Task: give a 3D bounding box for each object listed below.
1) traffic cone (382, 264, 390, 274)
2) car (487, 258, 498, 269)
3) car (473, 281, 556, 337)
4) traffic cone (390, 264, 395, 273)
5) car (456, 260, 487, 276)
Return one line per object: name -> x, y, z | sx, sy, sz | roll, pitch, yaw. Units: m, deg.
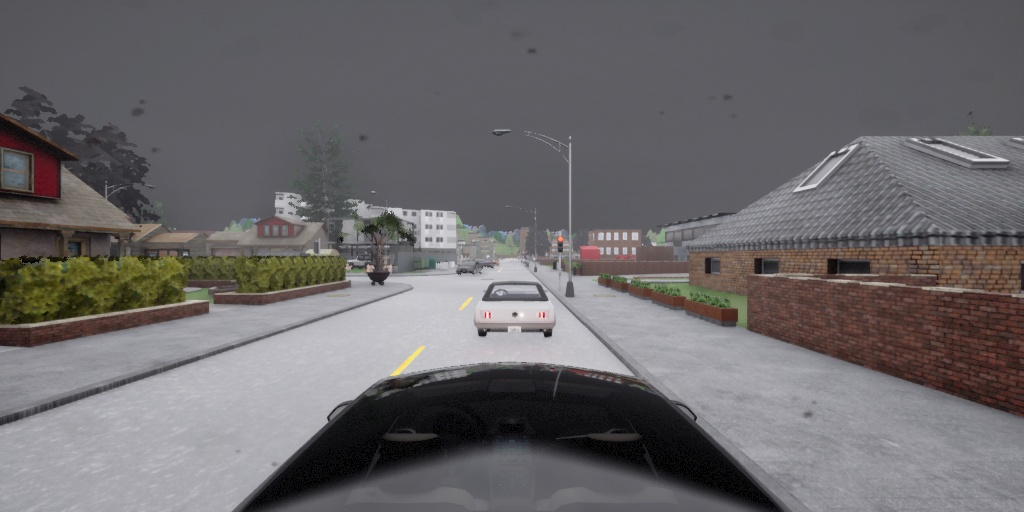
traffic cone -> -15.516, 1.561, 44.187 | 0.344, 0.586, 0.344 | 0, 0, 0
car -> -3.791, 1.297, 56.116 | 2.033, 1.411, 5.357 | 0, 0, 0
car -> 0.098, 1.351, 10.234 | 1.895, 1.301, 4.718 | 0, 0, 1
traffic cone -> -15.152, 1.558, 44.755 | 0.344, 0.586, 0.344 | 0, 0, 0
car -> -4.370, 1.256, 37.574 | 1.837, 1.490, 4.892 | 0, 0, 9
